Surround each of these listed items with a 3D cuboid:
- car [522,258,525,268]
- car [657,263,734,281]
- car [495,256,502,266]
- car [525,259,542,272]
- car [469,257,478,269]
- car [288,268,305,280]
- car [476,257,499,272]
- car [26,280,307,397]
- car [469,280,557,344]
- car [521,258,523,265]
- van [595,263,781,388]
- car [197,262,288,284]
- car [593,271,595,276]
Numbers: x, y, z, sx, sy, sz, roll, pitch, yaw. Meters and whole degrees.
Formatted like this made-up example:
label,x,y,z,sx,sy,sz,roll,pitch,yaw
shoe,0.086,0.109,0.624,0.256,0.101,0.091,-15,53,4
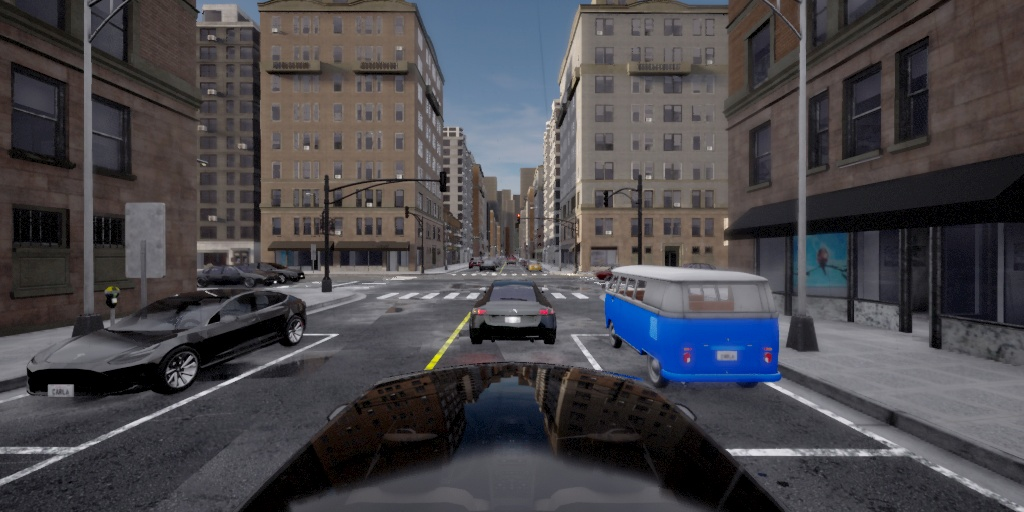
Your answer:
label,x,y,z,sx,sy,sz,roll,pitch,yaw
car,2.890,1.178,51.344,1.967,1.591,4.097,0,0,0
car,15.233,1.289,29.941,5.357,1.411,2.033,0,0,0
car,-3.105,1.226,58.495,2.128,1.511,4.902,0,0,0
car,2.929,1.267,45.988,1.751,1.417,4.829,0,0,0
car,-5.676,1.050,56.809,2.192,1.841,5.009,0,0,0
car,-17.860,1.230,26.316,4.892,1.490,1.837,0,0,0
car,-3.022,1.219,45.660,1.882,1.535,5.008,0,0,1
car,-5.641,1.315,6.674,1.948,1.339,4.313,0,0,0
car,0.046,1.314,9.553,1.994,1.385,4.181,0,0,1
car,2.849,1.286,56.870,2.007,1.370,4.403,0,0,0
van,2.884,1.090,6.628,1.690,1.789,3.998,0,0,0
car,-17.890,1.281,23.065,5.357,1.411,2.033,0,0,0
car,8.472,1.355,26.451,4.718,1.301,1.895,0,0,6
